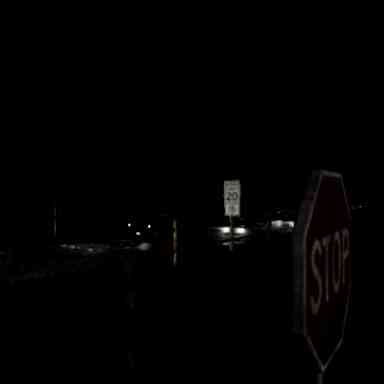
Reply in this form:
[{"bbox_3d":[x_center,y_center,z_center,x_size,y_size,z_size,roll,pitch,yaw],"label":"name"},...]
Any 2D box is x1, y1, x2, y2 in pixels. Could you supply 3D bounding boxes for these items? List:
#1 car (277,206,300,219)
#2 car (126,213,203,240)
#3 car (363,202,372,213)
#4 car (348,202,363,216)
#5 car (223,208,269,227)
[{"bbox_3d":[10.728,2.207,35.226,1.895,1.301,4.718,0,-1,37],"label":"car"},{"bbox_3d":[-1.445,1.845,18.752,1.895,1.301,4.718,0,-1,36],"label":"car"},{"bbox_3d":[26.537,2.348,51.703,2.097,1.767,4.553,0,-1,38],"label":"car"},{"bbox_3d":[20.722,2.346,43.825,1.812,1.442,4.674,0,-1,36],"label":"car"},{"bbox_3d":[4.560,1.971,26.886,2.033,1.411,5.357,0,-1,37],"label":"car"}]
